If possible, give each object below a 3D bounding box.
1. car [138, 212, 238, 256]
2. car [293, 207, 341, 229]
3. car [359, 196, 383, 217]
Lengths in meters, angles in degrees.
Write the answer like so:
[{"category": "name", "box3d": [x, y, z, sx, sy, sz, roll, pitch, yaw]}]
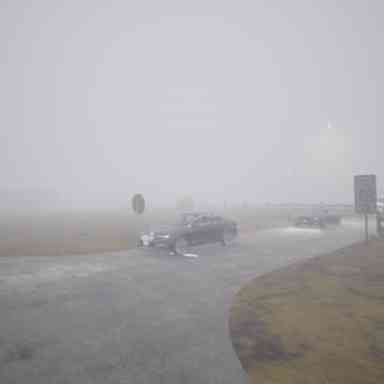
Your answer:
[{"category": "car", "box3d": [-0.023, 1.637, 14.110, 2.128, 1.511, 4.902, -2, -1, 44]}, {"category": "car", "box3d": [8.800, 1.723, 23.289, 1.994, 1.385, 4.181, -2, -1, 44]}, {"category": "car", "box3d": [18.616, 1.409, 33.510, 2.150, 2.045, 5.566, -2, -1, 44]}]
